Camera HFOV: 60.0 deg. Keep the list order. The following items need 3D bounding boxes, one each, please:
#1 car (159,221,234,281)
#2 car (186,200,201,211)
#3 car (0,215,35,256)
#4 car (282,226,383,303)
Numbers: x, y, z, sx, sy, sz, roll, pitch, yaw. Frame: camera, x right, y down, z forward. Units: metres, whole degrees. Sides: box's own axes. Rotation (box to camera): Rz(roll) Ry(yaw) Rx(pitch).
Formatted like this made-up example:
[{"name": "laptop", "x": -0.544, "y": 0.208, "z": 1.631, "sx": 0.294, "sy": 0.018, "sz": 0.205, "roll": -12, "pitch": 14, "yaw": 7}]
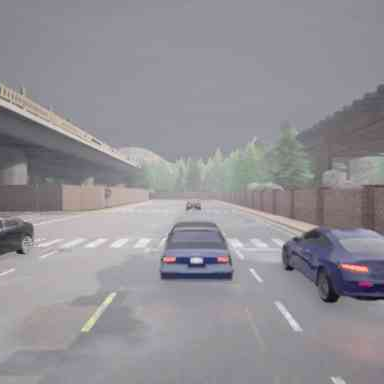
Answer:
[{"name": "car", "x": 0.102, "y": 1.582, "z": 9.909, "sx": 2.033, "sy": 1.411, "sz": 5.357, "roll": 0, "pitch": 0, "yaw": 0}, {"name": "car", "x": 0.180, "y": 1.751, "z": 43.635, "sx": 1.895, "sy": 1.301, "sz": 4.718, "roll": 0, "pitch": 0, "yaw": -1}, {"name": "car", "x": -6.940, "y": 1.529, "z": 10.740, "sx": 2.128, "sy": 1.511, "sz": 4.902, "roll": 0, "pitch": 0, "yaw": 2}, {"name": "car", "x": 3.599, "y": 1.554, "z": 8.149, "sx": 1.812, "sy": 1.442, "sz": 4.674, "roll": 0, "pitch": 0, "yaw": 0}]
